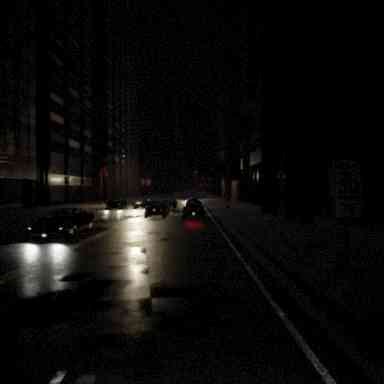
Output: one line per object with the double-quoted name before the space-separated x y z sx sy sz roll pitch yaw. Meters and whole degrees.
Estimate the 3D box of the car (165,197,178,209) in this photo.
"car" -3.046 1.463 45.483 2.128 1.511 4.902 0 0 1

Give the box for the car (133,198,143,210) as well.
"car" -6.374 1.518 43.534 2.033 1.411 5.357 0 0 0

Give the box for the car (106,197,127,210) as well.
"car" -9.633 1.448 42.786 1.882 1.535 5.008 0 0 0

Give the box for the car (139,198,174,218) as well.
"car" -3.096 1.529 29.860 2.033 1.411 5.357 0 0 1

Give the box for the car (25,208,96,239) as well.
"car" -6.545 1.534 17.384 2.033 1.411 5.357 0 0 0

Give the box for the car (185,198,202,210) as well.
"car" 0.196 1.522 44.136 2.033 1.411 5.357 0 0 1

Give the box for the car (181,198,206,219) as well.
"car" 0.149 1.489 29.139 1.837 1.490 4.892 0 0 1
